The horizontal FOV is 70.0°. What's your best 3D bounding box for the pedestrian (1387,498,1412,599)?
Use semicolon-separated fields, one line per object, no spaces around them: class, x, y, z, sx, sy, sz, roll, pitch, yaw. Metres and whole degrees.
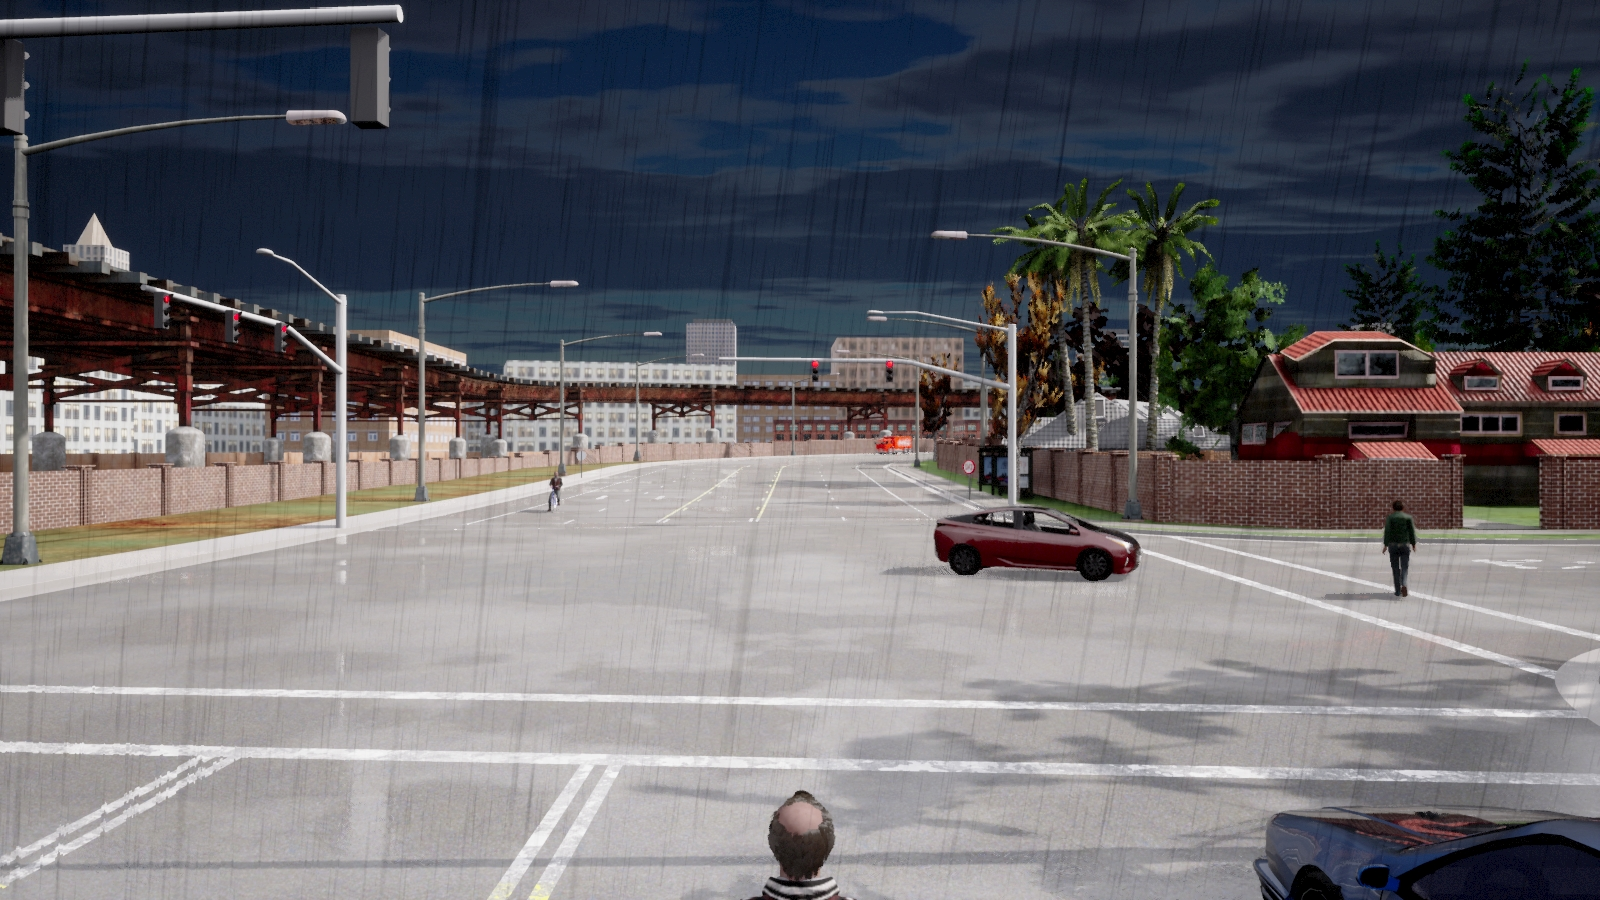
pedestrian;11.317;1.848;21.564;0.375;1.860;0.375;0;0;21

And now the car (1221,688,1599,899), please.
car;3.467;2.106;4.038;2.033;1.411;5.357;0;0;1

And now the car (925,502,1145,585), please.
car;5.249;2.022;25.510;4.514;1.525;2.007;0;0;22

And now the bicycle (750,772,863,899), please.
bicycle;0.019;2.048;3.681;0.329;1.496;1.835;0;0;0

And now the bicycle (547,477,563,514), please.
bicycle;-10.519;1.934;49.111;0.329;1.496;1.835;0;0;0
